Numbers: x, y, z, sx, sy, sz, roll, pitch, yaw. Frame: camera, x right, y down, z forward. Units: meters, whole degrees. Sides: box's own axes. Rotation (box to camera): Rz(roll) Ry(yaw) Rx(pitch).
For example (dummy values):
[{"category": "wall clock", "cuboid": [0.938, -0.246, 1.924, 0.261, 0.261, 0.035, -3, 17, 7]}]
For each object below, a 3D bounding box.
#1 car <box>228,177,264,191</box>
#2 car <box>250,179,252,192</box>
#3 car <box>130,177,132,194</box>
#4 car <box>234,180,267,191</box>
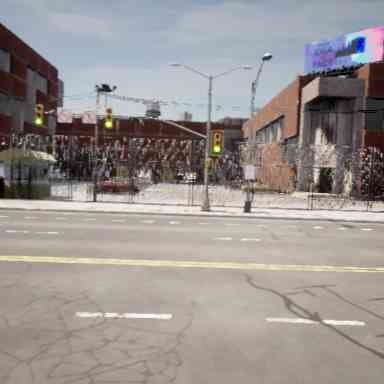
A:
[{"category": "car", "cuboid": [9.173, -1.430, 57.013, 5.566, 2.045, 2.435, 2, 3, -1]}, {"category": "car", "cuboid": [9.499, -0.526, 43.545, 4.674, 1.452, 2.002, 2, 3, -1]}, {"category": "car", "cuboid": [-7.073, -0.686, 31.865, 4.553, 1.767, 2.185, 2, 3, -1]}, {"category": "car", "cuboid": [9.408, -1.071, 53.536, 4.786, 1.482, 2.161, 2, 3, -1]}]
